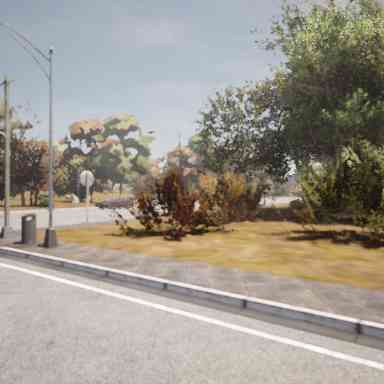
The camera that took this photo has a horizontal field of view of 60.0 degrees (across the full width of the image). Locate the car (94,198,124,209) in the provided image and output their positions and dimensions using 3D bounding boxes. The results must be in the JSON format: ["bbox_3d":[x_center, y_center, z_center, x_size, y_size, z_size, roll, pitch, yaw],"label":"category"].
[{"bbox_3d":[-9.868,1.411,42.507,2.033,1.411,5.357,0,0,32],"label":"car"}]
